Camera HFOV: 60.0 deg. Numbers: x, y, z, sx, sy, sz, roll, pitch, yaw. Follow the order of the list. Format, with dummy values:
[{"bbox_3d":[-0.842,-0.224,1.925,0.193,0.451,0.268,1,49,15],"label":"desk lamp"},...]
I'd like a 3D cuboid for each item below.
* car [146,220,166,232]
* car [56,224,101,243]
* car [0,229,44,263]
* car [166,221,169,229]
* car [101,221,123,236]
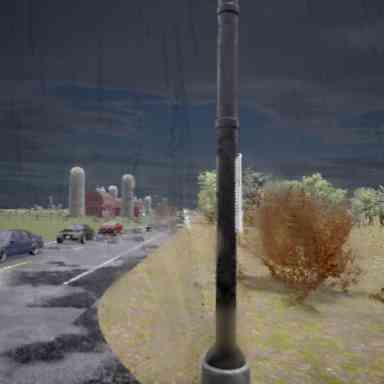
[{"bbox_3d":[-5.116,4.694,46.164,1.837,1.490,4.892,1,-4,2],"label":"car"},{"bbox_3d":[-9.079,3.273,26.359,1.994,1.385,4.181,1,-4,1],"label":"car"},{"bbox_3d":[-9.250,2.539,16.416,2.033,1.411,5.357,1,-4,1],"label":"car"},{"bbox_3d":[-4.976,5.533,56.453,1.895,1.301,4.718,1,-4,1],"label":"car"},{"bbox_3d":[-8.901,3.907,36.344,1.882,1.535,5.008,1,-4,1],"label":"car"}]
